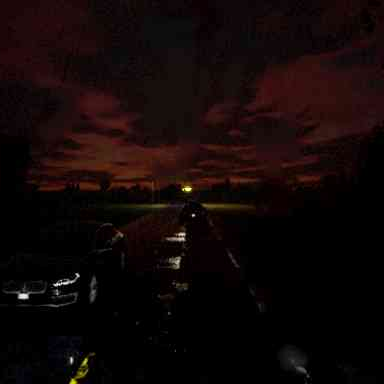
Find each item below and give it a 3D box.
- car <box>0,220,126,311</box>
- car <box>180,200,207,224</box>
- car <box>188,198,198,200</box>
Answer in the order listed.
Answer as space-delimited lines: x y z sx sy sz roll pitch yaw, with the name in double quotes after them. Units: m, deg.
-2.851 1.513 8.051 1.837 1.490 4.892 0 0 0 "car"
0.099 1.589 25.017 1.994 1.385 4.181 0 0 0 "car"
0.092 1.557 42.674 1.812 1.442 4.674 0 0 0 "car"
